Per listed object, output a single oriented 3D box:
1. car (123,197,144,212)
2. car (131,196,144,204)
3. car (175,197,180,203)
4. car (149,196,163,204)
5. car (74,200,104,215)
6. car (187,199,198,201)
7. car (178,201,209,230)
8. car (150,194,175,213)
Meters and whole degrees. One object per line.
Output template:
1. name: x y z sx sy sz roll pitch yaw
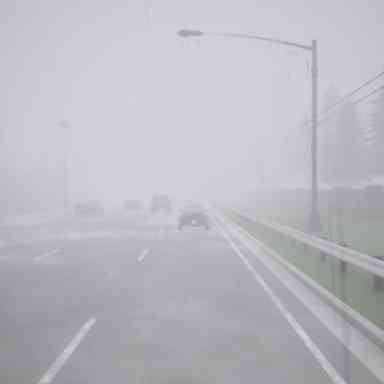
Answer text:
1. car: -6.905 1.537 39.358 2.128 1.511 4.902 0 0 0
2. car: -10.406 1.598 64.073 1.812 1.442 4.674 0 0 0
3. car: -3.408 1.599 64.819 1.812 1.442 4.674 0 0 0
4. car: -6.909 1.565 64.486 2.128 1.511 4.902 0 0 0
5. car: -10.405 1.516 33.920 1.882 1.535 5.008 0 0 0
6. car: 0.091 1.653 46.213 1.895 1.301 4.718 0 0 0
7. car: 0.097 1.550 21.376 1.812 1.442 4.674 0 0 0
8. car: -3.405 1.266 37.883 2.150 2.045 5.566 0 0 0
